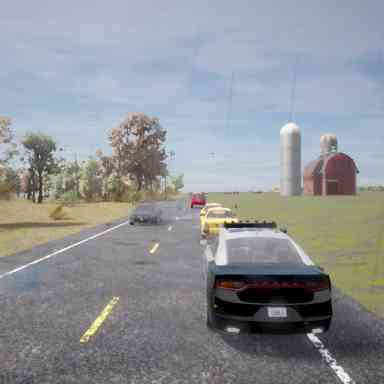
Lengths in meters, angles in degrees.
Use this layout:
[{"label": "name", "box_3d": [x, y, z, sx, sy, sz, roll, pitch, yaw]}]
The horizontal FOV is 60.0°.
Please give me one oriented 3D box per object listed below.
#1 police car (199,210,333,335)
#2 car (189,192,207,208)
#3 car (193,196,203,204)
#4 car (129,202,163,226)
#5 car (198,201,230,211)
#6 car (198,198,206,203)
[{"label": "police car", "box_3d": [1.203, 1.426, 7.095, 1.930, 1.638, 5.238, 0, 0, 1]}, {"label": "car", "box_3d": [0.906, 1.212, 47.273, 2.150, 2.045, 5.566, 0, 0, 0]}, {"label": "car", "box_3d": [1.134, 1.483, 64.168, 1.837, 1.490, 4.892, 0, 0, 1]}, {"label": "car", "box_3d": [-3.164, 1.504, 23.609, 1.837, 1.490, 4.892, 0, 0, 1]}, {"label": "car", "box_3d": [1.376, 1.456, 17.174, 1.801, 1.575, 5.366, 0, 0, 1]}, {"label": "car", "box_3d": [1.479, 1.455, 23.174, 1.801, 1.575, 5.366, 0, 0, 1]}]
